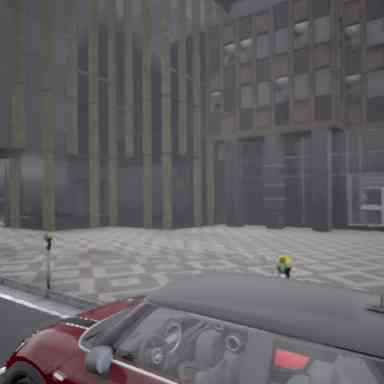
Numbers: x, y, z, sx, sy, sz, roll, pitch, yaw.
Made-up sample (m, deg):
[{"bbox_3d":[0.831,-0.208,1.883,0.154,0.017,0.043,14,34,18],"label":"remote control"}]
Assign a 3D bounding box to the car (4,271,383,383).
[{"bbox_3d":[0.147,1.459,2.857,4.097,1.590,1.967,-1,0,36],"label":"car"}]
